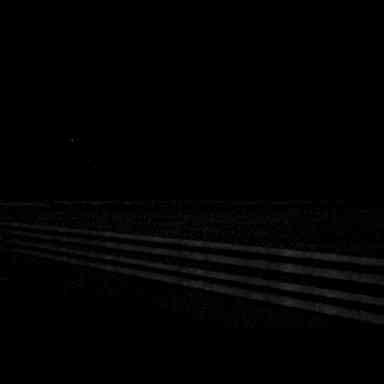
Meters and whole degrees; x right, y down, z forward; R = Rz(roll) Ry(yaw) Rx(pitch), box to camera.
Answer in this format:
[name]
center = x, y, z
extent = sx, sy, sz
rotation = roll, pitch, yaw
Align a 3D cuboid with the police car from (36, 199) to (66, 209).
[police car]
center = -22.453, 1.933, 53.387
extent = 5.238, 1.638, 1.930
rotation = 0, 0, 7
